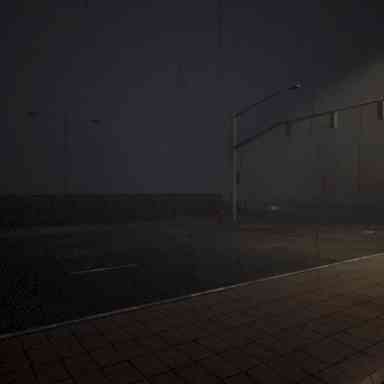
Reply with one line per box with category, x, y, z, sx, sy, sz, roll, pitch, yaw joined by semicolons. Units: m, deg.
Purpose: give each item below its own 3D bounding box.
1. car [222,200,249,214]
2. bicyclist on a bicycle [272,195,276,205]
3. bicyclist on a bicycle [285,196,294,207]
car;3.783;1.547;36.251;2.033;1.411;5.357;0;0;-34
bicyclist on a bicycle;13.385;1.300;54.015;0.582;1.620;1.656;0;0;22
bicyclist on a bicycle;14.350;1.453;49.100;1.656;1.620;0.582;0;0;-22
